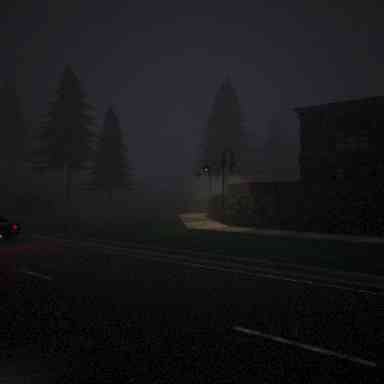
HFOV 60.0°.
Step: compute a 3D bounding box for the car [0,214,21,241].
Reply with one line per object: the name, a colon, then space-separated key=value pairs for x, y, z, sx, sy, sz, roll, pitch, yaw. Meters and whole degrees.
car: x=-10.025 y=1.601 z=15.442 sx=4.718 sy=1.301 sz=1.895 roll=0 pitch=0 yaw=35
